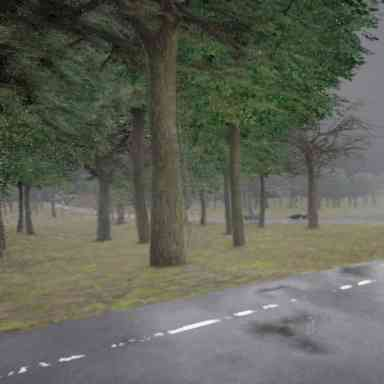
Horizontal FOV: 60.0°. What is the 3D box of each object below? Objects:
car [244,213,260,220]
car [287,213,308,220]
[{"bbox_3d":[14.572,5.857,79.837,1.837,1.490,4.892,-1,-3,-32],"label":"car"},{"bbox_3d":[21.764,4.989,68.139,1.882,1.535,5.008,-1,-3,-32],"label":"car"}]
